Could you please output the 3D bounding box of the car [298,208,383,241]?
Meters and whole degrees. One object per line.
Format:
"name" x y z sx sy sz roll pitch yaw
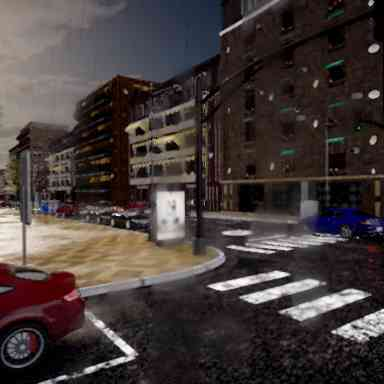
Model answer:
"car" 7.450 1.557 16.921 1.812 1.442 4.674 0 -2 -23

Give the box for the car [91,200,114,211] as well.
"car" -13.873 2.054 51.473 1.967 1.590 4.097 -2 0 -36

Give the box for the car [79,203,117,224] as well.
"car" -7.701 1.934 28.436 2.008 1.369 4.403 -2 0 -36

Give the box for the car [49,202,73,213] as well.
"car" -19.649 2.286 49.764 2.033 1.411 5.357 -1 0 -36

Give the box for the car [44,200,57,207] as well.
"car" -33.469 2.672 78.536 1.947 1.339 4.313 -2 0 -36

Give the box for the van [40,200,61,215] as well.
"van" -18.702 2.000 43.795 1.690 1.788 3.998 -2 0 -36

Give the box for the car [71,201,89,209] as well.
"car" -20.405 2.360 60.492 1.802 1.307 4.206 -2 0 -36

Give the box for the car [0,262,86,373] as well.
"car" -3.491 1.584 4.078 4.206 1.307 1.802 0 0 -35

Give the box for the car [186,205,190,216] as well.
"car" -2.019 1.759 35.313 1.967 1.590 4.097 -2 0 -36

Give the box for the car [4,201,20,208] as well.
"car" -36.991 2.669 69.111 2.008 1.369 4.403 -2 0 -36

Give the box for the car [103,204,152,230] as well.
"car" -4.435 1.852 23.925 2.008 1.369 4.403 -2 0 -36

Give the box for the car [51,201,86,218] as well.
"car" -13.781 2.080 36.910 1.887 1.381 4.507 -2 0 -36

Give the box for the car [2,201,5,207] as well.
"car" -43.523 2.828 78.133 1.887 1.381 4.507 -2 0 -36

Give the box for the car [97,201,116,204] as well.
"car" -8.623 1.782 34.368 2.097 1.767 4.553 -1 0 -36

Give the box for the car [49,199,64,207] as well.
"car" -30.207 2.464 74.025 1.967 1.590 4.097 -2 0 -36

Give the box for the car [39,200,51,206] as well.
"car" -36.735 2.734 83.047 1.887 1.381 4.507 -2 0 -36
